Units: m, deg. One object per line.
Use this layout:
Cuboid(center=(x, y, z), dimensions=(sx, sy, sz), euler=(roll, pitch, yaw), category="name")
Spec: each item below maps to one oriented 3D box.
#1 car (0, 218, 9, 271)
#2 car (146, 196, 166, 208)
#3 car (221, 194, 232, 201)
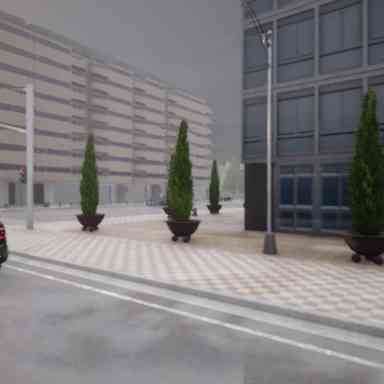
Cuboid(center=(-7.170, 1.189, 9.118), dimensions=(5.566, 2.045, 2.150), euler=(0, 0, 37), category="car")
Cuboid(center=(-4.209, 1.349, 45.538), dimensions=(2.128, 1.511, 4.902), euler=(0, 0, 36), category="car")
Cuboid(center=(5.389, 1.054, 58.580), dimensions=(1.882, 1.535, 5.008), euler=(0, 0, 36), category="car")
